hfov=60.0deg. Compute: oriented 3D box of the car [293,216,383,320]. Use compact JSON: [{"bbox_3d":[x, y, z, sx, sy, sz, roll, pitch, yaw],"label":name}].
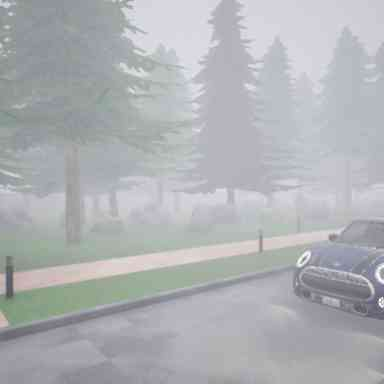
[{"bbox_3d":[4.251,1.349,7.288,4.553,1.767,2.097,0,0,-37],"label":"car"}]
